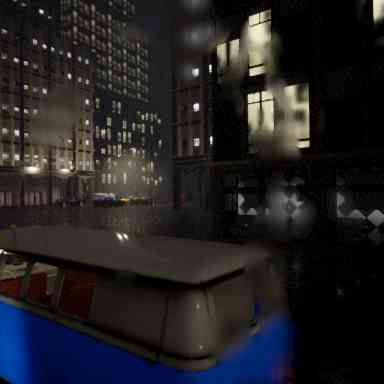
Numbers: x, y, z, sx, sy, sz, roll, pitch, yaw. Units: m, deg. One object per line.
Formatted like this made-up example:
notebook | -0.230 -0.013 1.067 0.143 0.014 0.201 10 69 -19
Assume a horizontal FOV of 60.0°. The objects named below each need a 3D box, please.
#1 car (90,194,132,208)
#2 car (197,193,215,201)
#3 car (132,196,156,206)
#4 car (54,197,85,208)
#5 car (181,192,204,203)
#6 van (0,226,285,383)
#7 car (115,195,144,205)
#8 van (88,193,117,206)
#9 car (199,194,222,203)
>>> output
car | -10.060 1.267 41.007 1.887 1.381 4.507 0 0 36
car | 3.137 1.016 73.233 1.967 1.590 4.097 0 0 36
car | -6.731 1.230 45.557 2.008 1.369 4.403 0 0 36
car | -16.846 1.403 45.922 1.947 1.339 4.313 0 0 36
car | -0.074 0.908 54.656 2.192 1.841 5.009 0 0 36
van | -1.020 1.342 3.616 3.998 1.788 1.690 0 -1 35
car | -10.286 1.278 54.888 1.752 1.417 4.829 0 0 36
van | -13.517 1.135 50.473 1.690 1.788 3.998 0 0 36
car | 3.258 1.100 59.207 2.008 1.369 4.403 0 0 36
